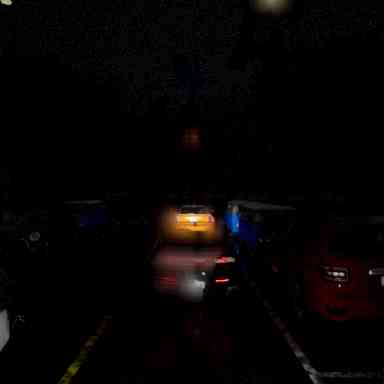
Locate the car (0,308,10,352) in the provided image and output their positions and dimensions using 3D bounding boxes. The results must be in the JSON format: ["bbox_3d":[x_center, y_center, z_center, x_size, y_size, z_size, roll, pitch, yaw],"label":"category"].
[{"bbox_3d":[-3.092,1.600,1.718,1.895,1.301,4.718,0,0,0],"label":"car"}]

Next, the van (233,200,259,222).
[{"bbox_3d":[2.738,1.337,12.425,1.690,1.788,3.998,0,0,0],"label":"van"}]

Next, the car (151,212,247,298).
[{"bbox_3d":[0.086,1.489,8.508,2.128,1.511,4.902,0,0,0],"label":"car"}]

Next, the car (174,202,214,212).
[{"bbox_3d":[0.104,1.347,17.557,2.097,1.767,4.553,0,0,1],"label":"car"}]

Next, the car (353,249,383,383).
[{"bbox_3d":[2.760,1.439,1.550,1.967,1.590,4.097,0,0,0],"label":"car"}]

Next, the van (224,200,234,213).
[{"bbox_3d":[2.727,1.336,17.862,1.690,1.788,3.998,0,0,0],"label":"van"}]

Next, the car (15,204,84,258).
[{"bbox_3d":[-5.787,1.436,12.408,1.967,1.590,4.097,0,0,0],"label":"car"}]

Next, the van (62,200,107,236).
[{"bbox_3d":[-5.798,1.336,17.846,1.690,1.788,3.998,0,0,0],"label":"van"}]

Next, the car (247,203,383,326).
[{"bbox_3d":[2.749,1.313,6.987,2.192,1.841,5.009,0,0,0],"label":"car"}]

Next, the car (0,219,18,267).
[{"bbox_3d":[-5.776,1.523,6.801,1.752,1.417,4.829,0,0,0],"label":"car"}]
